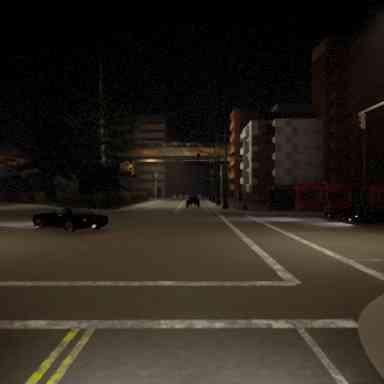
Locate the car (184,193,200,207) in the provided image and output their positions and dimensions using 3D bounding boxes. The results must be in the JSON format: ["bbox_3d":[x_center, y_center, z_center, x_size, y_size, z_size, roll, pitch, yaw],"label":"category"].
[{"bbox_3d":[0.140,1.309,47.781,1.837,1.490,4.892,0,0,0],"label":"car"}]

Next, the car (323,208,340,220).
[{"bbox_3d":[13.195,1.599,26.787,4.718,1.301,1.895,1,0,0],"label":"car"}]

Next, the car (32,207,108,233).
[{"bbox_3d":[-7.096,1.525,19.071,4.718,1.301,1.895,0,0,35],"label":"car"}]

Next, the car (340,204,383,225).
[{"bbox_3d":[13.703,1.568,23.293,5.357,1.411,2.033,1,0,0],"label":"car"}]
